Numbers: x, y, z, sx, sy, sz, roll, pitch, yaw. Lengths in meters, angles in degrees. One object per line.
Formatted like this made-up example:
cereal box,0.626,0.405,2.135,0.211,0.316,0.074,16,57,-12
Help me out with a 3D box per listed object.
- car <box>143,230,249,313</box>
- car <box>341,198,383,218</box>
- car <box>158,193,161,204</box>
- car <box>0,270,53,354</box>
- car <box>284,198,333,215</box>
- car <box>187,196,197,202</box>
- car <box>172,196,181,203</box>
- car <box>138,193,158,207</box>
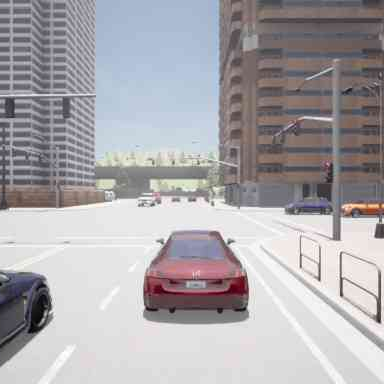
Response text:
car,0.085,1.564,7.731,1.994,1.385,4.181,0,0,0
car,15.539,1.352,29.584,4.553,1.767,2.097,0,0,1
car,-7.015,1.221,62.543,2.150,2.045,5.566,0,0,1
car,-3.437,1.564,4.159,1.994,1.385,4.181,0,0,0
car,11.565,1.352,33.168,4.553,1.767,2.097,0,0,2
car,0.053,1.525,73.367,2.128,1.511,4.902,0,0,0
car,-3.416,1.542,71.907,2.033,1.411,5.357,0,0,0
car,-7.057,1.221,52.122,2.150,2.045,5.566,0,0,0
